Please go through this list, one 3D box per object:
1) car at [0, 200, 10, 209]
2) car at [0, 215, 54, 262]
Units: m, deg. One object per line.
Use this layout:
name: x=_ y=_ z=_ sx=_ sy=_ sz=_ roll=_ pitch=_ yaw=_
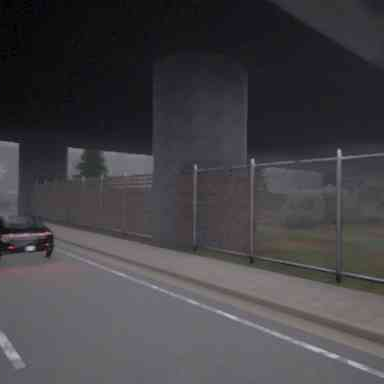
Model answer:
car: x=-29.602 y=1.839 z=49.227 sx=2.128 sy=1.511 sz=4.902 roll=0 pitch=-1 yaw=27
car: x=-6.674 y=1.590 z=12.413 sx=2.128 sy=1.511 sz=4.902 roll=1 pitch=-1 yaw=-40
